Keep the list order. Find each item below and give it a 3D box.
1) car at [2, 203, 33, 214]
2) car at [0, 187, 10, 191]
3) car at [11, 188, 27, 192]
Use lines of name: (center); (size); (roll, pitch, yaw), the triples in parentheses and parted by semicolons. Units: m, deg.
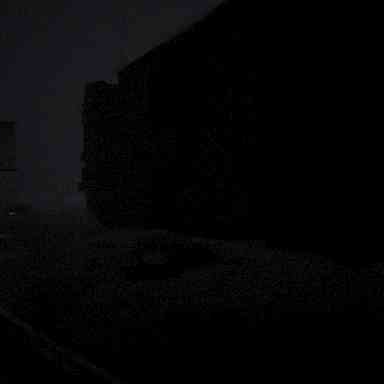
car: (-26.917, 2.498, 51.576); (2.033, 1.411, 5.357); (-4, -1, 5)
car: (-45.389, -0.523, 77.169); (2.163, 1.488, 4.792); (-5, -3, 13)
car: (-44.225, -0.307, 82.560); (2.002, 1.452, 4.674); (-5, -3, 12)
